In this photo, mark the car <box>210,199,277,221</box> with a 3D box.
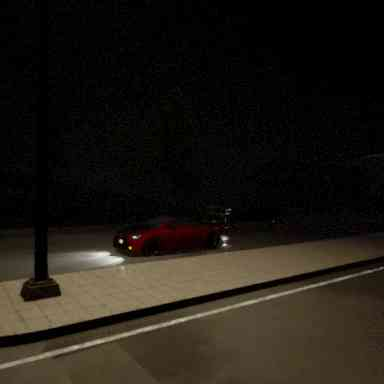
[{"bbox_3d":[3.082,1.102,20.153,4.553,1.767,2.097,0,0,-35],"label":"car"}]

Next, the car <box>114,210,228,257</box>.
[{"bbox_3d":[-0.910,1.607,13.111,4.181,1.385,1.994,1,0,-35],"label":"car"}]
